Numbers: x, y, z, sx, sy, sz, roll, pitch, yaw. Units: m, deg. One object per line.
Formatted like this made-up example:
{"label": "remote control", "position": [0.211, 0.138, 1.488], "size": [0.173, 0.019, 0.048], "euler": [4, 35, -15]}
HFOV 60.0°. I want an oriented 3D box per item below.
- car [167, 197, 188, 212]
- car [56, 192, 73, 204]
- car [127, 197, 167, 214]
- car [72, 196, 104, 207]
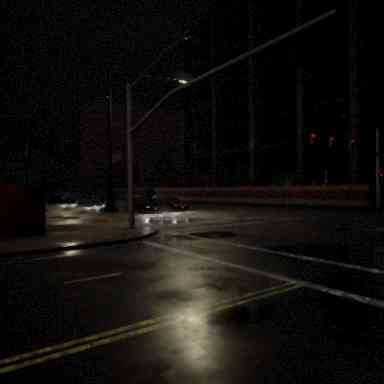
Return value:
{"label": "car", "position": [-2.253, 1.248, 34.959], "size": [1.812, 1.442, 4.674], "euler": [-1, 1, -35]}
{"label": "car", "position": [-21.715, 0.991, 56.879], "size": [2.150, 2.045, 5.566], "euler": [-1, 1, -35]}
{"label": "car", "position": [-4.699, 1.280, 32.350], "size": [1.837, 1.490, 4.892], "euler": [-1, 1, -35]}
{"label": "car", "position": [-14.678, 1.319, 46.841], "size": [2.033, 1.411, 5.357], "euler": [-1, 1, -35]}
